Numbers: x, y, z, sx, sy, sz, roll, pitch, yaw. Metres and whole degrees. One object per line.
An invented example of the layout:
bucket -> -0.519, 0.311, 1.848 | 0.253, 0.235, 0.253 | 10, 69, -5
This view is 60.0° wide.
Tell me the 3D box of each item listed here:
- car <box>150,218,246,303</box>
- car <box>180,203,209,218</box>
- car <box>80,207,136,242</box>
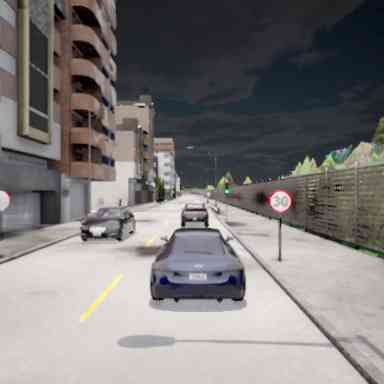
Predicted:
car -> 0.127, 1.578, 8.332 | 1.994, 1.385, 4.181 | 0, 0, 0
car -> 0.198, 1.530, 23.843 | 2.128, 1.511, 4.902 | 0, 0, 0
car -> -4.014, 1.518, 16.578 | 2.128, 1.511, 4.902 | 0, 0, 0
